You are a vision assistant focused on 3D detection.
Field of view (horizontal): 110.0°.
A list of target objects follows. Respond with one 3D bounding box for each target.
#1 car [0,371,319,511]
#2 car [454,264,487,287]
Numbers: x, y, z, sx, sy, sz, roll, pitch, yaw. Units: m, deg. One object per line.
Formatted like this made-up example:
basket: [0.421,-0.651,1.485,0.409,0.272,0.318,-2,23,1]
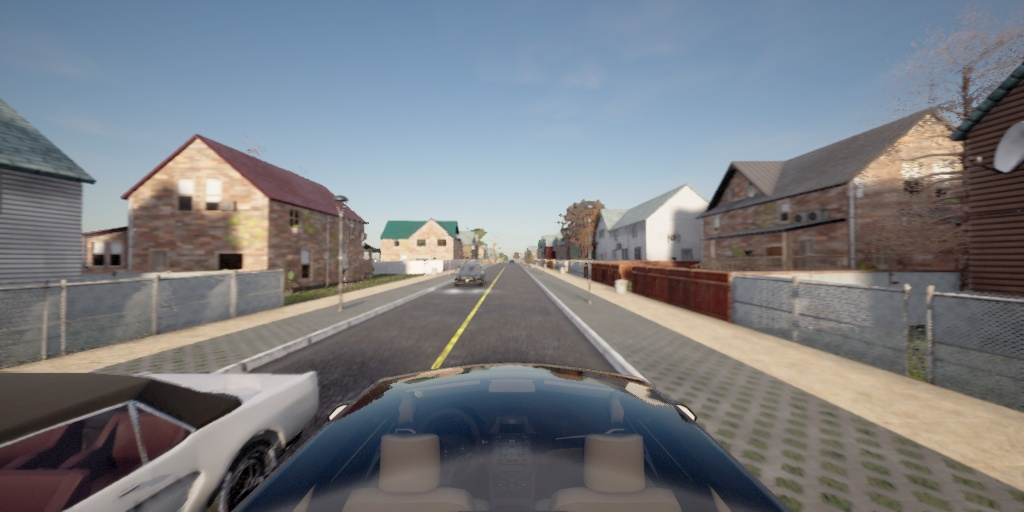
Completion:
car: [-2.829,1.352,1.288,1.895,1.301,4.718,0,0,0]
car: [-2.759,1.284,24.516,1.837,1.490,4.892,0,0,0]
